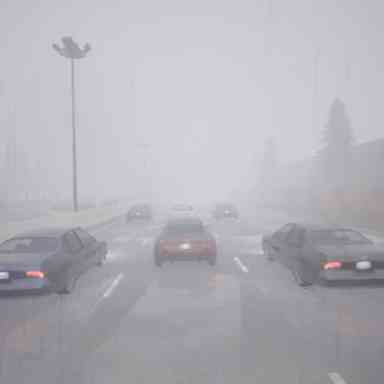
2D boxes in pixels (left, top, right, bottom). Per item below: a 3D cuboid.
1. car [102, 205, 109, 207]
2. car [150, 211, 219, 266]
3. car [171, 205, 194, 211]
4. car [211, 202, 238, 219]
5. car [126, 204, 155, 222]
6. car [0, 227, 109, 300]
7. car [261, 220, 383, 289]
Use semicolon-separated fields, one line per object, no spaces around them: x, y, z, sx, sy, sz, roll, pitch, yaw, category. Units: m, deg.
-12.166;1.870;49.784;2.033;1.411;5.357;-1;0;-2;car
-0.244;1.583;11.764;1.994;1.385;4.181;-1;0;-2;car
-0.734;1.652;26.203;1.895;1.301;4.718;-1;0;-1;car
2.705;1.545;28.357;1.994;1.385;4.181;-1;0;-2;car
-4.288;1.692;28.073;1.994;1.385;4.181;-1;0;-2;car
-3.671;1.636;8.832;2.033;1.411;5.357;-1;0;-1;car
3.324;1.490;9.062;2.033;1.411;5.357;-1;0;-1;car
